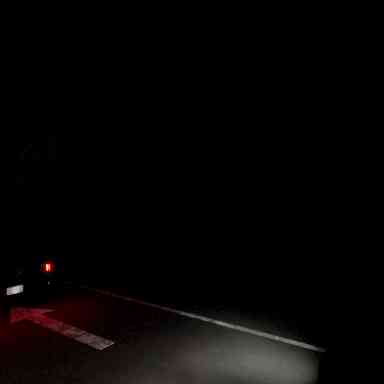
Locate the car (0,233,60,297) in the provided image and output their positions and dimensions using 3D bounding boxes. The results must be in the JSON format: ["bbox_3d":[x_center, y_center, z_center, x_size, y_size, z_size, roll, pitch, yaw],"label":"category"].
[{"bbox_3d":[-5.211,1.601,7.713,4.718,1.301,1.895,0,0,35],"label":"car"}]

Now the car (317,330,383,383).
[{"bbox_3d":[3.084,1.526,1.718,4.674,1.442,1.812,0,0,36],"label":"car"}]
